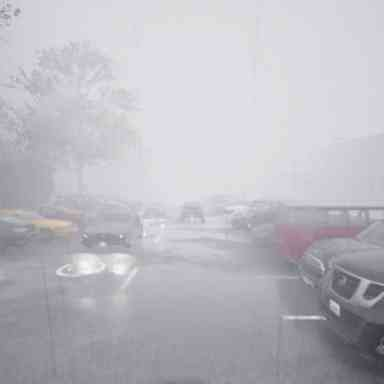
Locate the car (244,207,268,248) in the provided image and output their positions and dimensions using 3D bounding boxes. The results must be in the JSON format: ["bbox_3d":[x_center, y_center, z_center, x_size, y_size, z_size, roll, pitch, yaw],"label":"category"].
[{"bbox_3d":[4.745,1.495,12.965,4.892,1.521,2.231,0,0,0],"label":"car"}]

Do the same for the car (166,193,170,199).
[{"bbox_3d":[-8.458,1.530,76.910,5.566,2.045,2.435,0,0,0],"label":"car"}]

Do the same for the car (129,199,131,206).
[{"bbox_3d":[-8.357,1.536,29.577,5.008,1.535,2.097,0,0,0],"label":"car"}]

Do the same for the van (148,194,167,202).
[{"bbox_3d":[-8.554,1.585,82.461,4.442,1.987,1.878,0,0,0],"label":"van"}]

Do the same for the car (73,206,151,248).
[{"bbox_3d":[-3.331,1.567,15.078,2.033,1.411,5.357,0,0,0],"label":"car"}]

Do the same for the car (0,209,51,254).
[{"bbox_3d":[-8.338,1.535,12.865,4.674,1.452,2.002,0,0,0],"label":"car"}]

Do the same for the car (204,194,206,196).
[{"bbox_3d":[4.650,1.538,55.011,4.553,1.767,2.185,0,0,0],"label":"car"}]

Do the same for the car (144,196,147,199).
[{"bbox_3d":[-8.346,1.322,37.808,5.566,2.045,2.435,0,0,0],"label":"car"}]

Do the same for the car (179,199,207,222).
[{"bbox_3d":[0.039,1.551,27.201,1.837,1.490,4.892,0,0,0],"label":"car"}]

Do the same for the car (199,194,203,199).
[{"bbox_3d":[4.698,1.457,63.421,5.566,2.045,2.435,0,0,0],"label":"car"}]

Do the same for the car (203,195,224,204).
[{"bbox_3d":[4.626,1.627,71.830,4.553,1.767,2.185,0,0,0],"label":"car"}]

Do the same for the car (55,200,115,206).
[{"bbox_3d":[-8.383,1.548,24.007,4.792,1.488,2.163,0,0,0],"label":"car"}]

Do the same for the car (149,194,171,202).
[{"bbox_3d":[-8.417,1.583,88.014,5.566,2.045,2.435,0,0,0],"label":"car"}]

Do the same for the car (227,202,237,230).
[{"bbox_3d":[4.738,1.505,18.571,5.008,1.535,2.097,0,0,0],"label":"car"}]

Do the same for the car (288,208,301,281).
[{"bbox_3d":[4.775,1.357,7.357,4.553,1.767,2.185,0,0,0],"label":"car"}]

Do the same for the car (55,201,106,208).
[{"bbox_3d":[-8.321,1.542,21.222,4.792,1.488,2.163,0,0,0],"label":"car"}]

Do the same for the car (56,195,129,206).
[{"bbox_3d":[-8.330,1.275,26.791,5.566,2.045,2.435,0,0,0],"label":"car"}]

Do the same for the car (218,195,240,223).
[{"bbox_3d":[4.700,1.260,21.375,5.566,2.045,2.435,0,0,0],"label":"car"}]

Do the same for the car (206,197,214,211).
[{"bbox_3d":[4.523,1.556,35.387,5.366,1.575,1.946,0,0,0],"label":"car"}]

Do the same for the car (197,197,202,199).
[{"bbox_3d":[0.041,1.725,43.683,1.895,1.301,4.718,0,0,0],"label":"car"}]

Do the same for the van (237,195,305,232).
[{"bbox_3d":[4.620,1.274,15.768,4.442,1.987,1.878,0,0,0],"label":"van"}]

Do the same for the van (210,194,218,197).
[{"bbox_3d":[4.818,1.363,40.995,4.442,1.987,1.878,0,0,0],"label":"van"}]

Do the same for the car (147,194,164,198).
[{"bbox_3d":[-8.416,1.708,63.030,4.892,1.521,2.231,0,0,0],"label":"car"}]

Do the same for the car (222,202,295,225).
[{"bbox_3d":[4.729,1.518,24.182,4.892,1.521,2.231,0,0,0],"label":"car"}]

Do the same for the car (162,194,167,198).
[{"bbox_3d":[-8.229,1.719,65.807,5.366,1.575,1.946,0,0,0],"label":"car"}]

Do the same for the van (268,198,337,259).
[{"bbox_3d":[4.858,1.262,10.161,4.442,1.987,1.878,0,0,0],"label":"van"}]

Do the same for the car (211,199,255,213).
[{"bbox_3d":[4.676,1.604,38.190,4.792,1.488,2.163,0,0,0],"label":"car"}]

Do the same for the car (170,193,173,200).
[{"bbox_3d":[-8.470,1.574,85.237,5.566,2.045,2.435,0,0,0],"label":"car"}]

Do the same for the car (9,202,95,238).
[{"bbox_3d":[-8.341,1.506,18.437,5.008,1.535,2.097,0,0,0],"label":"car"}]

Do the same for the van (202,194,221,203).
[{"bbox_3d":[4.533,1.556,77.437,4.442,1.987,1.878,0,0,0],"label":"van"}]

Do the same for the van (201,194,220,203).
[{"bbox_3d":[4.529,1.571,80.240,4.442,1.987,1.878,0,0,0],"label":"van"}]

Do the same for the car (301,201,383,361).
[{"bbox_3d":[4.716,1.228,4.556,5.566,2.045,2.435,0,0,0],"label":"car"}]

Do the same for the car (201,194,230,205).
[{"bbox_3d":[4.694,1.471,66.224,5.566,2.045,2.435,0,0,0],"label":"car"}]

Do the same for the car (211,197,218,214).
[{"bbox_3d":[4.718,1.546,32.587,5.008,1.535,2.097,0,0,0],"label":"car"}]

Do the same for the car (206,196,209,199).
[{"bbox_3d":[4.722,1.648,46.600,4.792,1.488,2.163,0,0,0],"label":"car"}]

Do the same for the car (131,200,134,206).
[{"bbox_3d":[-8.364,1.586,32.237,4.674,1.452,2.002,0,0,0],"label":"car"}]

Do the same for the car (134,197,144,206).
[{"bbox_3d":[-8.341,1.308,35.146,5.566,2.045,2.435,0,0,0],"label":"car"}]

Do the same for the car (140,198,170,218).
[{"bbox_3d":[-3.342,1.586,30.859,1.812,1.442,4.674,0,0,0],"label":"car"}]

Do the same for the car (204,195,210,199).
[{"bbox_3d":[4.694,1.633,49.404,5.008,1.535,2.097,0,0,0],"label":"car"}]
